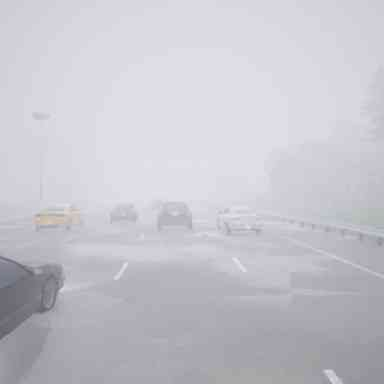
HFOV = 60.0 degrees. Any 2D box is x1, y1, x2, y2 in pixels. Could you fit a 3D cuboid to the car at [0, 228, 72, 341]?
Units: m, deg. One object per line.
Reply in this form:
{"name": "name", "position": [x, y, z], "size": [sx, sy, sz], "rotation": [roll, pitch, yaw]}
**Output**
{"name": "car", "position": [-3.518, 1.555, 4.580], "size": [2.033, 1.411, 5.357], "rotation": [0, 0, -2]}

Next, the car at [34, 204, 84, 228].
{"name": "car", "position": [-8.125, 1.494, 20.725], "size": [1.882, 1.535, 5.008], "rotation": [0, 0, -6]}

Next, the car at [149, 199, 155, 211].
{"name": "car", "position": [-4.040, 1.512, 40.237], "size": [1.837, 1.490, 4.892], "rotation": [0, 0, -11]}

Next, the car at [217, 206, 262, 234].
{"name": "car", "position": [2.597, 1.520, 18.913], "size": [1.812, 1.442, 4.674], "rotation": [0, 0, -5]}

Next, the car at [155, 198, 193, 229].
{"name": "car", "position": [-1.193, 1.354, 21.599], "size": [2.097, 1.767, 4.553], "rotation": [0, 0, -6]}

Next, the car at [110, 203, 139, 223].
{"name": "car", "position": [-5.250, 1.574, 26.118], "size": [1.994, 1.385, 4.181], "rotation": [0, 0, -7]}
